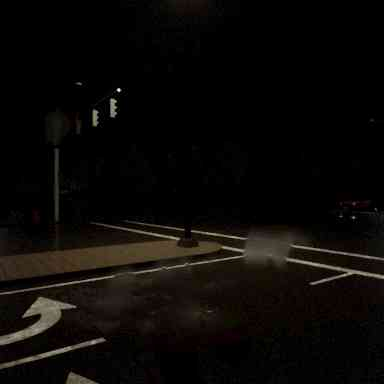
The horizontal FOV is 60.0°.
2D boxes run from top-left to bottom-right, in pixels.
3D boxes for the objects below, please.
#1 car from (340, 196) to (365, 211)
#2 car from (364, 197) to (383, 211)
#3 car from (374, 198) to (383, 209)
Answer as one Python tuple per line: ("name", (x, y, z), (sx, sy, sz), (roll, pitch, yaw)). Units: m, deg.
("car", (20.408, 1.351, 41.405), (4.553, 1.767, 2.097), (0, 0, -36))
("car", (22.821, 1.546, 38.873), (5.357, 1.411, 2.033), (0, 0, -35))
("car", (27.424, 1.562, 46.433), (4.181, 1.385, 1.994), (0, 0, -36))
